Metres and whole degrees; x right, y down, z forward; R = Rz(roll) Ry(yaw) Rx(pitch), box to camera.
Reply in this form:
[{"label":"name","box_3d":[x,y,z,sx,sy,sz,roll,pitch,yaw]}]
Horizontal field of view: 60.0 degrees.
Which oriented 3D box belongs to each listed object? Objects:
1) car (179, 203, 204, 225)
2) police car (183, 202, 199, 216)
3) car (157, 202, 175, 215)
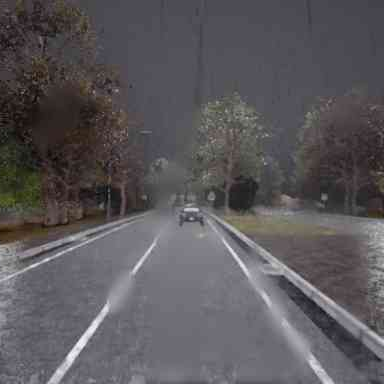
[{"label":"car","box_3d":[-0.034,1.821,26.429,1.812,1.442,4.674,0,-1,0]},{"label":"police car","box_3d":[-0.126,2.182,43.382,1.930,1.638,5.238,0,-2,0]},{"label":"car","box_3d":[-3.553,2.183,45.946,2.097,1.767,4.553,0,-2,0]}]
